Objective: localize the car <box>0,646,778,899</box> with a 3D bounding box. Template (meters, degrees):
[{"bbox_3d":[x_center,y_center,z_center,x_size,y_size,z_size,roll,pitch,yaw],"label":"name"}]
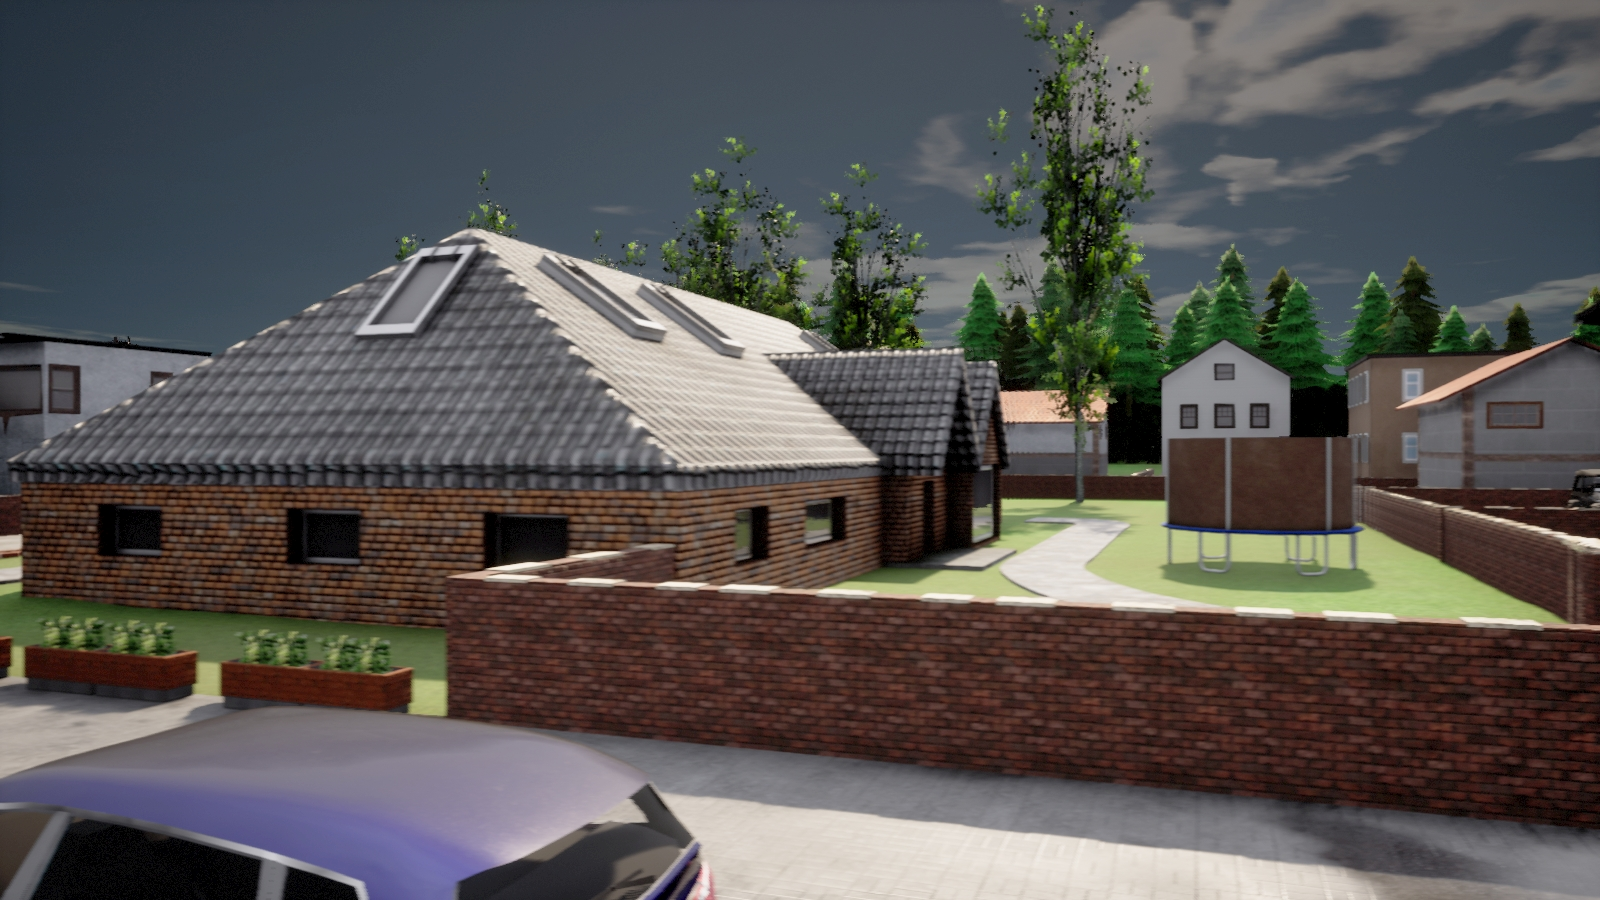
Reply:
[{"bbox_3d":[-2.645,1.968,4.764,4.611,1.667,2.242,0,0,20],"label":"car"}]

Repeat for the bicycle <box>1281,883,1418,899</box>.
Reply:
[{"bbox_3d":[2.272,2.060,3.018,1.835,1.471,0.329,0,0,20],"label":"bicycle"}]
